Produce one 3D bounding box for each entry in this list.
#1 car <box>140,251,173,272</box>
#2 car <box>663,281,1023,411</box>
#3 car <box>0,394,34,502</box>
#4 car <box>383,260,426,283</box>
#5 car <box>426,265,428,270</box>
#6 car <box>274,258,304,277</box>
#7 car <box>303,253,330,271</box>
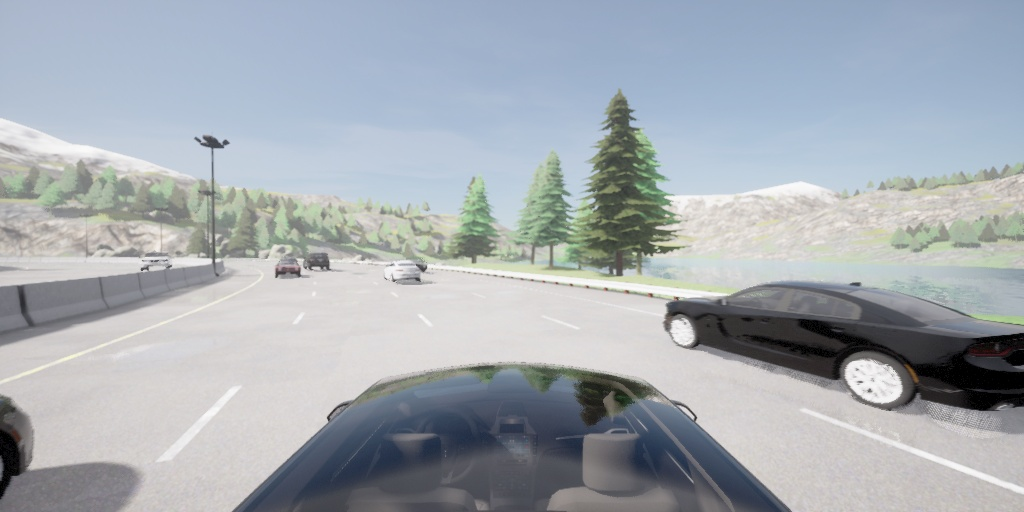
[{"bbox_3d":[-38.282,0.463,38.698,2.150,2.045,5.566,-1,1,-40],"label":"car"},{"bbox_3d":[4.967,1.165,6.269,1.882,1.535,5.008,0,1,-21],"label":"car"},{"bbox_3d":[-4.195,1.278,0.860,1.837,1.490,4.892,0,1,-21],"label":"car"},{"bbox_3d":[-7.762,1.071,25.217,1.812,1.442,4.674,0,1,-30],"label":"car"},{"bbox_3d":[-10.258,1.045,36.292,1.895,1.301,4.718,-1,1,-34],"label":"car"},{"bbox_3d":[-19.848,1.125,31.661,1.895,1.301,4.718,-1,1,-34],"label":"car"},{"bbox_3d":[-23.055,0.650,42.218,2.150,2.045,5.566,0,0,-38],"label":"car"}]
